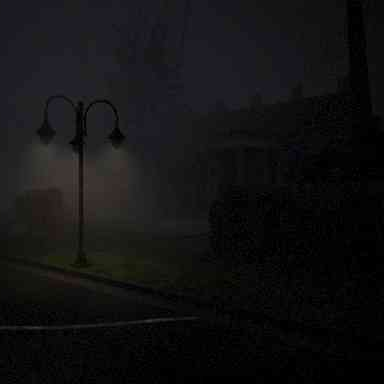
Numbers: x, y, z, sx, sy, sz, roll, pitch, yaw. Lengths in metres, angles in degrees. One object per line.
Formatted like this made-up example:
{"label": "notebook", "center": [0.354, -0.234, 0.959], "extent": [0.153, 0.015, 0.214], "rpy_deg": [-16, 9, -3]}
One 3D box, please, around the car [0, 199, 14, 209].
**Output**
{"label": "car", "center": [-24.808, 1.599, 42.927], "extent": [1.895, 1.301, 4.718], "rpy_deg": [0, 0, 7]}
